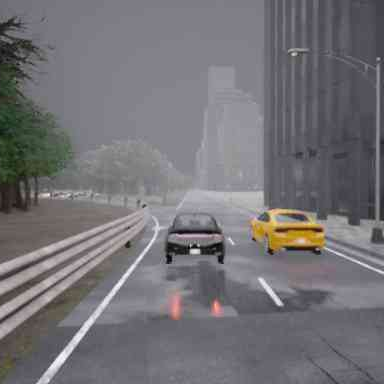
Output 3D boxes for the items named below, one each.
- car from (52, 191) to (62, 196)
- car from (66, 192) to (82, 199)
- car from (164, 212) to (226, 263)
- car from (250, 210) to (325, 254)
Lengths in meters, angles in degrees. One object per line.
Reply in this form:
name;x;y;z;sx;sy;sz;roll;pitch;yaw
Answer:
car;-34.030;0.545;83.287;1.812;1.442;4.674;-1;2;-39
car;-26.912;0.809;75.920;5.008;1.535;1.882;1;1;44
car;0.093;1.462;11.808;2.128;1.511;4.902;0;0;0
car;3.595;1.444;13.364;1.882;1.535;5.008;0;0;0
